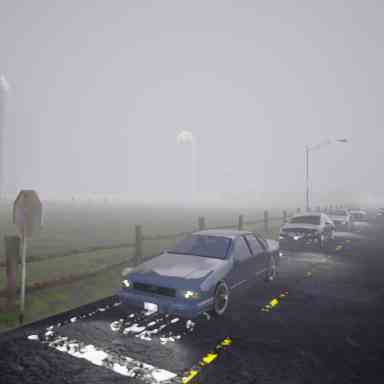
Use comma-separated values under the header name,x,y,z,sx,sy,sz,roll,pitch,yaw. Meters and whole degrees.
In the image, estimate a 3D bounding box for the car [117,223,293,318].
name,x,y,z,sx,sy,sz,roll,pitch,yaw
car,0.658,1.664,8.109,2.033,1.411,5.357,0,-1,31

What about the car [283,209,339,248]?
name,x,y,z,sx,sy,sz,roll,pitch,yaw
car,5.771,1.785,16.417,1.837,1.490,4.892,0,-1,32

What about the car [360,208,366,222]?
name,x,y,z,sx,sy,sz,roll,pitch,yaw
car,16.207,2.178,33.271,1.994,1.385,4.181,0,-1,32

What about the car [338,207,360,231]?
name,x,y,z,sx,sy,sz,roll,pitch,yaw
car,10.904,1.992,24.739,2.033,1.411,5.357,0,-1,31

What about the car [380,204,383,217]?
name,x,y,z,sx,sy,sz,roll,pitch,yaw
car,24.859,2.314,41.969,1.837,1.490,4.892,0,-1,32

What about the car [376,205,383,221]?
name,x,y,z,sx,sy,sz,roll,pitch,yaw
car,19.597,2.184,33.340,2.033,1.411,5.357,0,-1,32
